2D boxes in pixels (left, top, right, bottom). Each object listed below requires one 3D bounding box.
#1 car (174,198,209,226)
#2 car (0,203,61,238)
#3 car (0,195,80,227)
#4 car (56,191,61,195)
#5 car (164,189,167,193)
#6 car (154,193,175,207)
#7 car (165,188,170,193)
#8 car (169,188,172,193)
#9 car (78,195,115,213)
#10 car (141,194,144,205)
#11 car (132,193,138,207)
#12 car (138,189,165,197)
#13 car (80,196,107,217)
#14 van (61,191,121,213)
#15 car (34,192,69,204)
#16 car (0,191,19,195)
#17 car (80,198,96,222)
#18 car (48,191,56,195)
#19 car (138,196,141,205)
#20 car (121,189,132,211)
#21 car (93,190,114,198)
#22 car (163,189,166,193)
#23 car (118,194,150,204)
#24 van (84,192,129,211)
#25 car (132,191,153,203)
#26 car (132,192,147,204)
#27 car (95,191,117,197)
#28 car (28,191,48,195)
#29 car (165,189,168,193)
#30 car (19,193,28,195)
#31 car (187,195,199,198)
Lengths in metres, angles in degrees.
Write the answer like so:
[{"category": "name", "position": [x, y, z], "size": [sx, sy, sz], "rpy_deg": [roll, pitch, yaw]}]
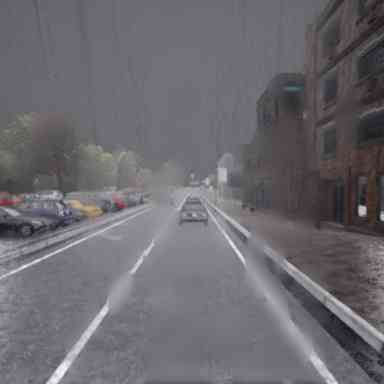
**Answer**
[{"category": "car", "position": [0.134, 1.369, 21.827], "size": [2.033, 1.411, 5.357], "rpy_deg": [0, 1, 0]}, {"category": "car", "position": [-9.396, 1.426, 16.597], "size": [4.674, 1.452, 2.002], "rpy_deg": [0, 0, 0]}, {"category": "car", "position": [-9.347, 1.238, 19.377], "size": [4.553, 1.767, 2.185], "rpy_deg": [0, 1, 0]}, {"category": "car", "position": [-22.316, 0.833, 50.067], "size": [5.566, 2.045, 2.435], "rpy_deg": [0, 1, 0]}, {"category": "car", "position": [-9.209, 0.629, 81.620], "size": [4.674, 1.452, 2.002], "rpy_deg": [0, 1, 0]}, {"category": "car", "position": [-3.262, 1.189, 42.254], "size": [1.994, 1.385, 4.181], "rpy_deg": [0, 1, 0]}, {"category": "car", "position": [-9.142, 0.495, 90.096], "size": [5.008, 1.535, 2.097], "rpy_deg": [0, 1, 0]}, {"category": "car", "position": [-9.086, 0.212, 92.918], "size": [5.566, 2.045, 2.435], "rpy_deg": [0, 1, 0]}, {"category": "car", "position": [-9.325, 1.290, 27.729], "size": [4.892, 1.521, 2.231], "rpy_deg": [0, 1, 0]}, {"category": "car", "position": [-9.241, 1.177, 44.428], "size": [4.674, 1.452, 2.002], "rpy_deg": [0, 1, 0]}, {"category": "car", "position": [-9.263, 1.189, 38.861], "size": [4.892, 1.521, 2.231], "rpy_deg": [0, 1, 0]}, {"category": "car", "position": [-9.283, 0.681, 75.968], "size": [4.792, 1.488, 2.163], "rpy_deg": [0, 1, 0]}, {"category": "car", "position": [-9.532, 1.311, 24.947], "size": [5.366, 1.575, 1.946], "rpy_deg": [0, 1, 0]}, {"category": "van", "position": [-9.199, 1.038, 30.510], "size": [4.442, 1.987, 1.878], "rpy_deg": [0, 1, 0]}, {"category": "car", "position": [-22.241, 0.933, 52.854], "size": [4.553, 1.767, 2.185], "rpy_deg": [0, 1, 0]}, {"category": "car", "position": [-22.394, 0.962, 36.019], "size": [5.566, 2.045, 2.435], "rpy_deg": [0, 1, 0]}, {"category": "car", "position": [-9.369, 1.340, 22.163], "size": [4.892, 1.521, 2.231], "rpy_deg": [0, 0, 0]}, {"category": "car", "position": [-22.335, 0.985, 47.158], "size": [4.553, 1.767, 2.185], "rpy_deg": [0, 1, 0]}, {"category": "car", "position": [-9.225, 1.192, 41.645], "size": [4.792, 1.488, 2.163], "rpy_deg": [0, 1, 0]}, {"category": "car", "position": [-9.272, 0.987, 33.293], "size": [5.566, 2.045, 2.435], "rpy_deg": [0, 1, 0]}, {"category": "car", "position": [-21.755, 0.462, 81.686], "size": [4.553, 1.767, 2.185], "rpy_deg": [0, 1, 0]}, {"category": "car", "position": [-9.233, 0.660, 78.795], "size": [4.674, 1.452, 2.002], "rpy_deg": [0, 1, 0]}, {"category": "car", "position": [-9.208, 1.101, 52.636], "size": [4.674, 1.452, 2.002], "rpy_deg": [-1, 1, 1]}, {"category": "van", "position": [-9.169, 0.988, 35.952], "size": [4.442, 1.987, 1.878], "rpy_deg": [0, 1, 0]}, {"category": "car", "position": [-9.022, 1.082, 49.993], "size": [5.366, 1.575, 1.946], "rpy_deg": [0, 1, 0]}, {"category": "car", "position": [-9.252, 1.140, 47.211], "size": [4.792, 1.488, 2.163], "rpy_deg": [0, 1, 0]}, {"category": "car", "position": [-21.758, 0.557, 84.387], "size": [5.008, 1.535, 2.097], "rpy_deg": [0, 1, 0]}, {"category": "car", "position": [-22.350, 1.011, 44.374], "size": [4.553, 1.767, 2.185], "rpy_deg": [0, 1, 0]}, {"category": "car", "position": [-9.369, 0.555, 84.446], "size": [5.366, 1.575, 1.946], "rpy_deg": [0, 1, 0]}, {"category": "car", "position": [-22.318, 1.061, 38.929], "size": [4.553, 1.767, 2.185], "rpy_deg": [0, 1, 0]}, {"category": "car", "position": [0.175, 1.125, 41.468], "size": [2.128, 1.511, 4.902], "rpy_deg": [0, 1, 0]}]
